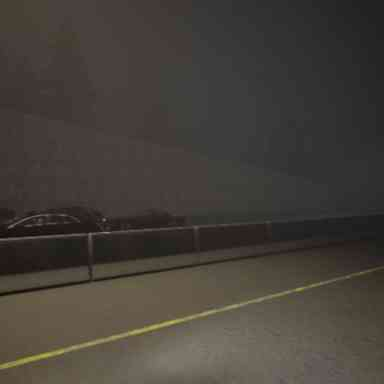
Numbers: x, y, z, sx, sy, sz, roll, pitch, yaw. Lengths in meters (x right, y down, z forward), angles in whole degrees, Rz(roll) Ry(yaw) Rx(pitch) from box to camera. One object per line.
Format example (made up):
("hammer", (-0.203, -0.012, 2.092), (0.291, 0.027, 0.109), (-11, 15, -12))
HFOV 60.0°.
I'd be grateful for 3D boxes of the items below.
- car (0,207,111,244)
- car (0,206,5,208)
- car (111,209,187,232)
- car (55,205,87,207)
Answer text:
("car", (-5.934, 1.505, 12.651), (4.902, 1.511, 2.128), (0, 0, -35))
("car", (-13.401, 1.506, 20.225), (4.892, 1.490, 1.837), (0, 0, -35))
("car", (-2.734, 1.654, 19.219), (4.718, 1.301, 1.895), (0, 0, -35))
("car", (-7.726, 1.535, 19.966), (4.892, 1.490, 1.837), (1, 0, -35))
